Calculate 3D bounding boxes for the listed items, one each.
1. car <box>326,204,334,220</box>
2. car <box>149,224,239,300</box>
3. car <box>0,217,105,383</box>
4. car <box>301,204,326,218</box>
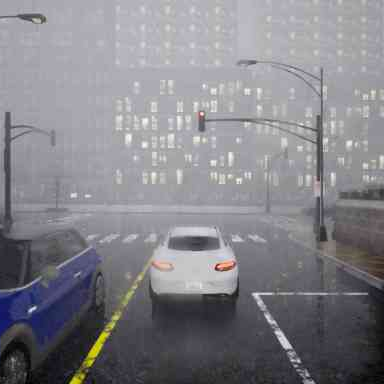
[{"bbox_3d":[13.166,1.650,24.945,5.008,1.535,1.882,1,0,-1],"label":"car"},{"bbox_3d":[0.056,1.525,8.281,1.812,1.442,4.674,0,0,0],"label":"car"},{"bbox_3d":[-2.796,1.352,4.719,2.097,1.767,4.553,0,0,1],"label":"car"},{"bbox_3d":[12.920,1.786,31.642,4.718,1.301,1.895,1,0,-1],"label":"car"}]
